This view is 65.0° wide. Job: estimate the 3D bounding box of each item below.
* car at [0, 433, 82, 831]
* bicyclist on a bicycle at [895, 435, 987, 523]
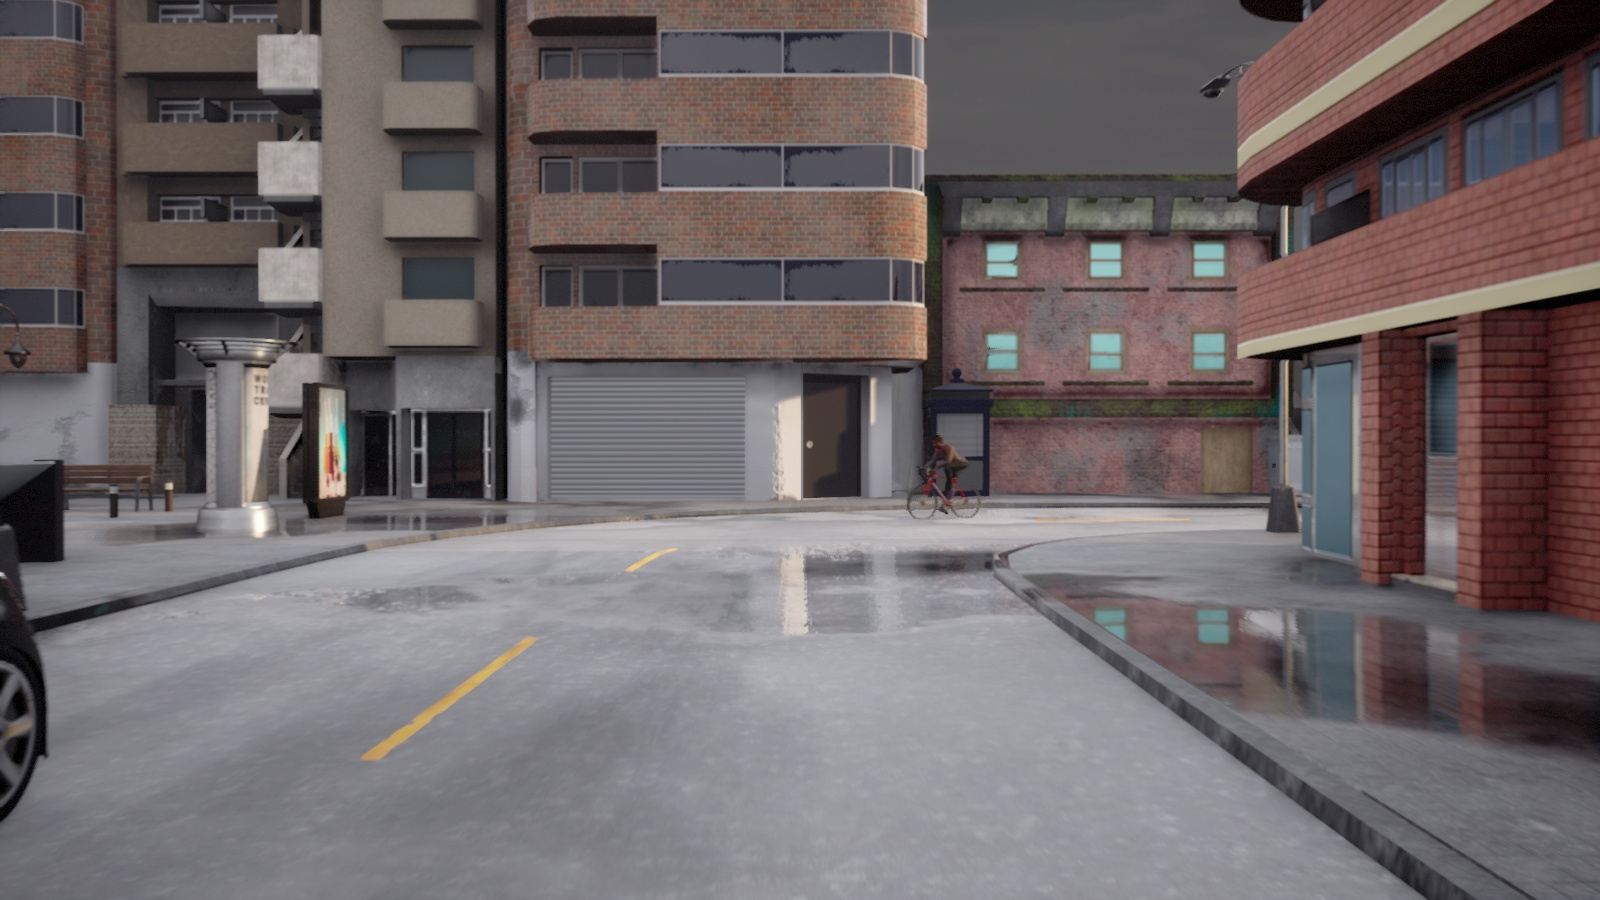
[{"bbox_3d":[-3.966,0.684,3.276,1.970,1.475,3.806,0,0,1],"label":"car"},{"bbox_3d":[2.666,0.526,23.736,1.656,1.620,0.582,-1,2,-27],"label":"bicyclist on a bicycle"}]
